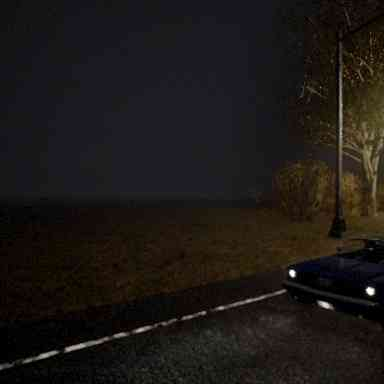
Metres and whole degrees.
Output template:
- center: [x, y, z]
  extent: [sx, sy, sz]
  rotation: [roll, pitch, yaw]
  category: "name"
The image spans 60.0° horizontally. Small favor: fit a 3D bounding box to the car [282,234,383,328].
- center: [4.051, 1.632, 7.021]
  extent: [4.718, 1.301, 1.895]
  rotation: [0, 0, -37]
  category: "car"
